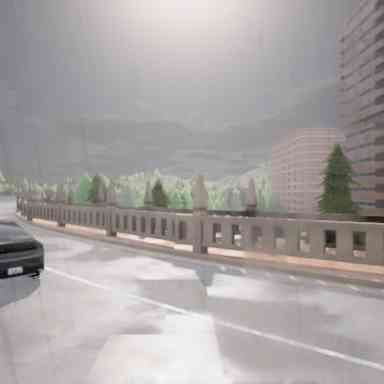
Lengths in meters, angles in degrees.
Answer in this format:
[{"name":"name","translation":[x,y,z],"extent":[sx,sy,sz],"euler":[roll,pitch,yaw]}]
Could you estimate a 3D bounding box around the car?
[{"name":"car","translation":[-5.762,1.521,9.152],"extent":[4.892,1.490,1.837],"euler":[0,0,43]}]
